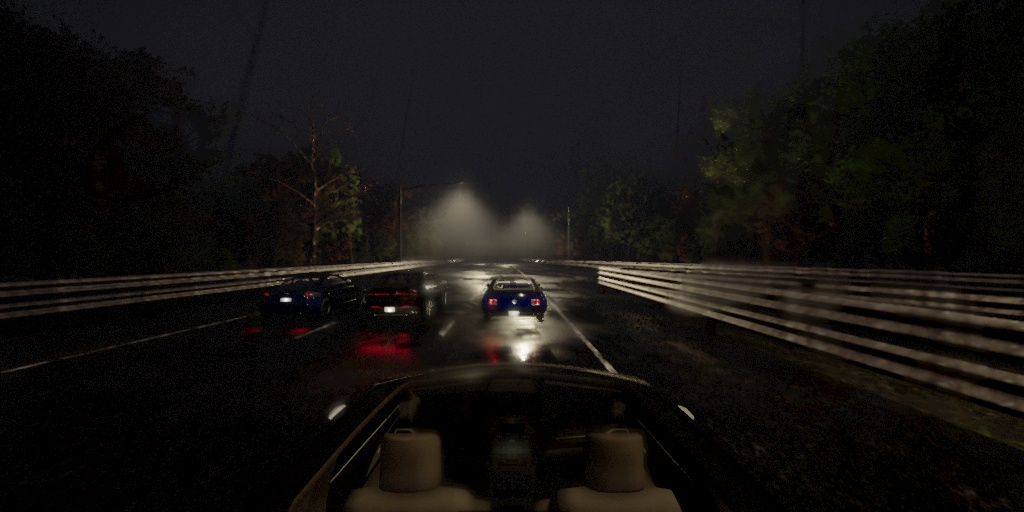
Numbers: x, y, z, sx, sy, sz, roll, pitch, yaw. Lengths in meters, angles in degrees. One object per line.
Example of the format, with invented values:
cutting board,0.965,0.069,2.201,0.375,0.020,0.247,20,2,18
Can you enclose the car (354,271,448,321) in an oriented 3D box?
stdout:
car,-3.451,1.257,12.497,1.837,1.490,4.892,0,0,0

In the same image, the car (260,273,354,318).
car,-6.956,1.318,13.016,1.994,1.385,4.181,0,0,0

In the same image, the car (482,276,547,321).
car,0.052,1.352,12.471,1.895,1.301,4.718,0,0,0
